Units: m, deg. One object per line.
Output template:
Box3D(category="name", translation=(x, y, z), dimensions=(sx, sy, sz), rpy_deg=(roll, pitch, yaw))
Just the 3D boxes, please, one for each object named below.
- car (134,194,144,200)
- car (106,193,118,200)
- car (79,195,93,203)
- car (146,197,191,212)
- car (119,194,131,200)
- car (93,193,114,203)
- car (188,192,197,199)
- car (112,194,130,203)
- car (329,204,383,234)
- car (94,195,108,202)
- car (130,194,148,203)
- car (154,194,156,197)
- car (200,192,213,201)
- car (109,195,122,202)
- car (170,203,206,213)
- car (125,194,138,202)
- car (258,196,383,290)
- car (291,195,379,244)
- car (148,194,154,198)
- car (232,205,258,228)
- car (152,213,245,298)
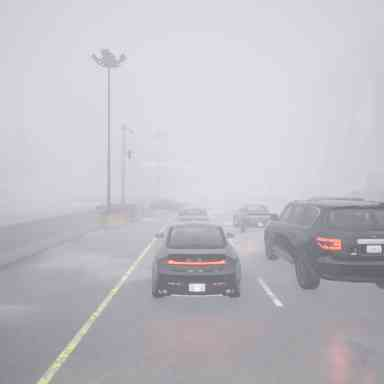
Box3D(category="car", translation=(-13.965, 1.309, 87.266), dimensions=(1.837, 1.490, 4.892), rpy_deg=(0, 1, 0))
Box3D(category="car", translation=(-20.966, 1.168, 87.061), dimensions=(2.097, 1.767, 4.553), rpy_deg=(0, 1, 0))
Box3D(category="car", translation=(-21.090, 1.452, 66.904), dimensions=(1.882, 1.535, 5.008), rpy_deg=(0, 0, 0))
Box3D(category="car", translation=(-2.550, 1.603, 38.915), dimensions=(4.718, 1.301, 1.895), rpy_deg=(0, 0, -16))
Box3D(category="car", translation=(-17.467, 1.355, 86.879), dimensions=(2.033, 1.411, 5.357), rpy_deg=(0, 1, 0))
Box3D(category="car", translation=(-17.592, 1.311, 66.660), dimensions=(2.097, 1.767, 4.553), rpy_deg=(0, 0, 0))
Box3D(category="car", translation=(0.088, 0.917, 95.549), dimensions=(2.150, 2.045, 5.566), rpy_deg=(0, 1, 0))
Box3D(category="car", translation=(-14.092, 1.523, 66.619), dimensions=(1.994, 1.385, 4.181), rpy_deg=(0, 0, 0))
Box3D(category="car", translation=(10.566, 1.547, 20.566), dimensions=(2.033, 1.411, 5.357), rpy_deg=(0, 0, 0))
Box3D(category="car", translation=(-21.032, 1.467, 76.763), dimensions=(1.994, 1.385, 4.181), rpy_deg=(0, 0, 0))
Box3D(category="car", translation=(-10.592, 1.485, 66.607), dimensions=(1.812, 1.442, 4.674), rpy_deg=(0, 0, 0))
Box3D(category="car", translation=(-10.464, 1.285, 87.439), dimensions=(1.882, 1.535, 5.008), rpy_deg=(0, 1, 0))
Box3D(category="car", translation=(3.509, 1.354, 83.048), dimensions=(1.837, 1.490, 4.892), rpy_deg=(0, 1, 0))
Box3D(category="car", translation=(-17.533, 1.468, 76.521), dimensions=(1.994, 1.385, 4.181), rpy_deg=(0, 0, 0))
Box3D(category="car", translation=(0.064, 1.548, 18.685), dimensions=(2.033, 1.411, 5.357), rpy_deg=(0, 0, 0))
Box3D(category="car", translation=(-14.031, 1.268, 76.868), dimensions=(2.097, 1.767, 4.553), rpy_deg=(0, 0, 0))
Box3D(category="car", translation=(3.584, 1.221, 9.261), dimensions=(2.150, 2.045, 5.566), rpy_deg=(0, 0, 0))
Box3D(category="car", translation=(7.063, 1.221, 17.260), dimensions=(2.150, 2.045, 5.566), rpy_deg=(0, 0, 0))
Box3D(category="car", translation=(-10.530, 1.389, 77.009), dimensions=(1.882, 1.535, 5.008), rpy_deg=(0, 0, 0))
Box3D(category="car", translation=(3.567, 1.492, 19.826), dimensions=(2.128, 1.511, 4.902), rpy_deg=(0, 0, 0))
Box3D(category="car", translation=(0.084, 1.505, 8.519), dimensions=(1.837, 1.490, 4.892), rpy_deg=(0, 0, 0))
